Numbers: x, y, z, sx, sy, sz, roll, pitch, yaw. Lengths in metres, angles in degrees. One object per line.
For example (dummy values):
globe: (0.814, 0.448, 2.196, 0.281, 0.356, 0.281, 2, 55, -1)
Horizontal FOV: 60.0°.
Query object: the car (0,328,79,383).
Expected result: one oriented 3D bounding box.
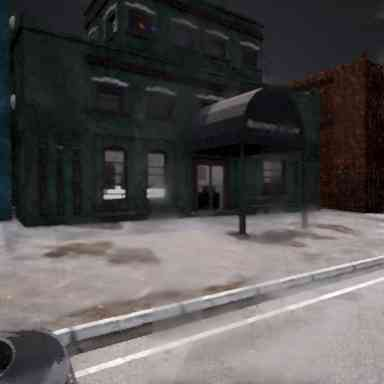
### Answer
car: (-2.821, 1.525, 1.366, 4.674, 1.442, 1.812, 0, 0, -35)
